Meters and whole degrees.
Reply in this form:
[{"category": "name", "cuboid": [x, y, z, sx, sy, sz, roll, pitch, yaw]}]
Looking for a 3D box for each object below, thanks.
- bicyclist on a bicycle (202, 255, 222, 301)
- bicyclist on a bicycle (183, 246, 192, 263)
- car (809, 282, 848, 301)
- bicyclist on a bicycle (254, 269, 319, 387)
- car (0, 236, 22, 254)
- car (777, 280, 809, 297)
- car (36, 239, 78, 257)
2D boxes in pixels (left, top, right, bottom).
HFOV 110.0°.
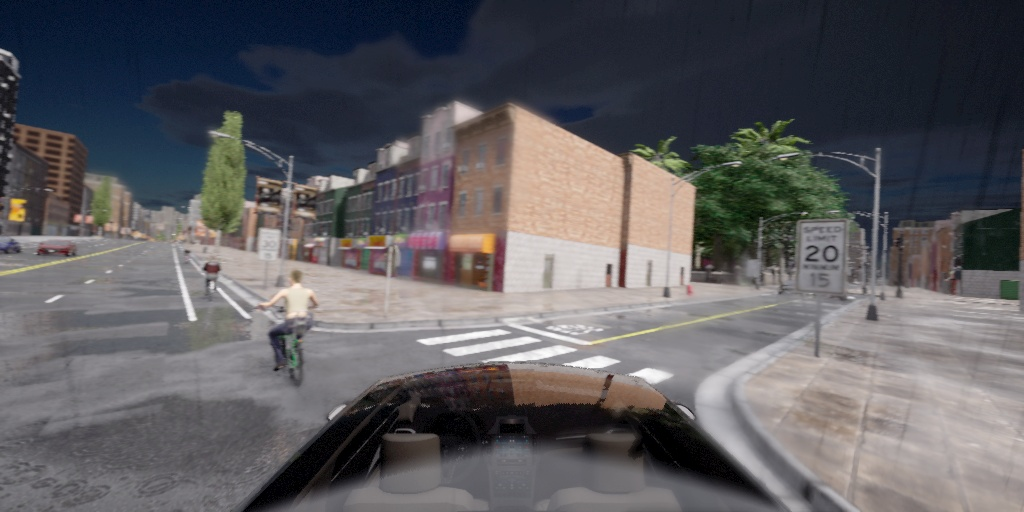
[{"category": "bicyclist on a bicycle", "cuboid": [-11.835, 0.832, 14.114, 0.659, 1.776, 1.843, 5, -2, -43]}, {"category": "bicyclist on a bicycle", "cuboid": [-31.523, -0.080, 34.807, 0.659, 1.776, 1.843, 5, -2, -43]}, {"category": "car", "cuboid": [26.798, 3.009, 30.097, 4.718, 1.301, 1.895, 4, -1, -43]}, {"category": "bicyclist on a bicycle", "cuboid": [-3.289, 0.997, 5.341, 0.866, 1.612, 1.509, 4, -2, -44]}, {"category": "car", "cuboid": [-44.656, -0.977, 31.231, 1.812, 1.442, 4.674, 5, -2, -44]}, {"category": "car", "cuboid": [26.594, 2.990, 33.709, 5.357, 1.411, 2.033, 4, -1, -43]}, {"category": "car", "cuboid": [-42.307, -0.802, 33.471, 1.882, 1.535, 5.008, 5, -2, -44]}]
